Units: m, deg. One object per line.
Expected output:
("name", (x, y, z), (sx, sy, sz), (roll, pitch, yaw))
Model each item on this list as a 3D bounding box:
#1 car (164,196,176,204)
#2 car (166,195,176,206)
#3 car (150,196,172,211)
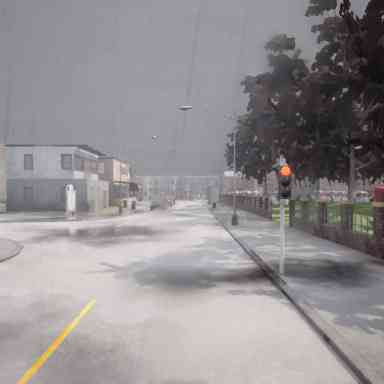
("car", (-4.053, 1.526, 62.283), (1.812, 1.442, 4.674), (0, 0, 1))
("car", (-4.083, 1.352, 52.067), (2.097, 1.767, 4.553), (0, 0, 0))
("car", (-4.092, 1.547, 41.965), (2.033, 1.411, 5.357), (0, 0, 0))
